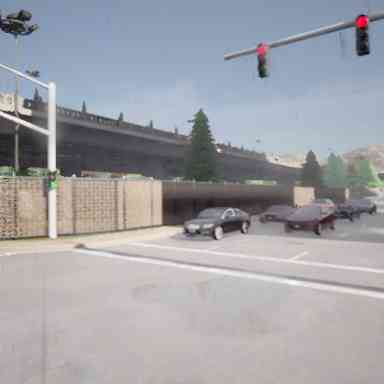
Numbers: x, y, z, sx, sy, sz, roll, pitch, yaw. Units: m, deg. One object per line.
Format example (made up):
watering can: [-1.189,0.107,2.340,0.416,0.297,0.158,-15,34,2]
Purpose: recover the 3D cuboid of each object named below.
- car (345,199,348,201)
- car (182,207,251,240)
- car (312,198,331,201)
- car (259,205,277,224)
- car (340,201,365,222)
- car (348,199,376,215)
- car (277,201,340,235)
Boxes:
car: [22.290,1.687,46.684,1.994,1.385,4.181,-1,-1,36]
car: [1.423,1.577,17.716,2.128,1.511,4.902,-1,-1,36]
car: [13.014,1.449,33.891,2.097,1.767,4.553,-1,0,36]
car: [6.606,1.655,24.966,1.994,1.385,4.181,-1,-1,35]
car: [12.373,1.655,26.991,1.895,1.301,4.718,-1,-1,36]
car: [18.209,1.564,35.117,1.837,1.490,4.892,-1,0,36]
car: [6.935,1.526,19.402,1.882,1.535,5.008,-1,0,36]
